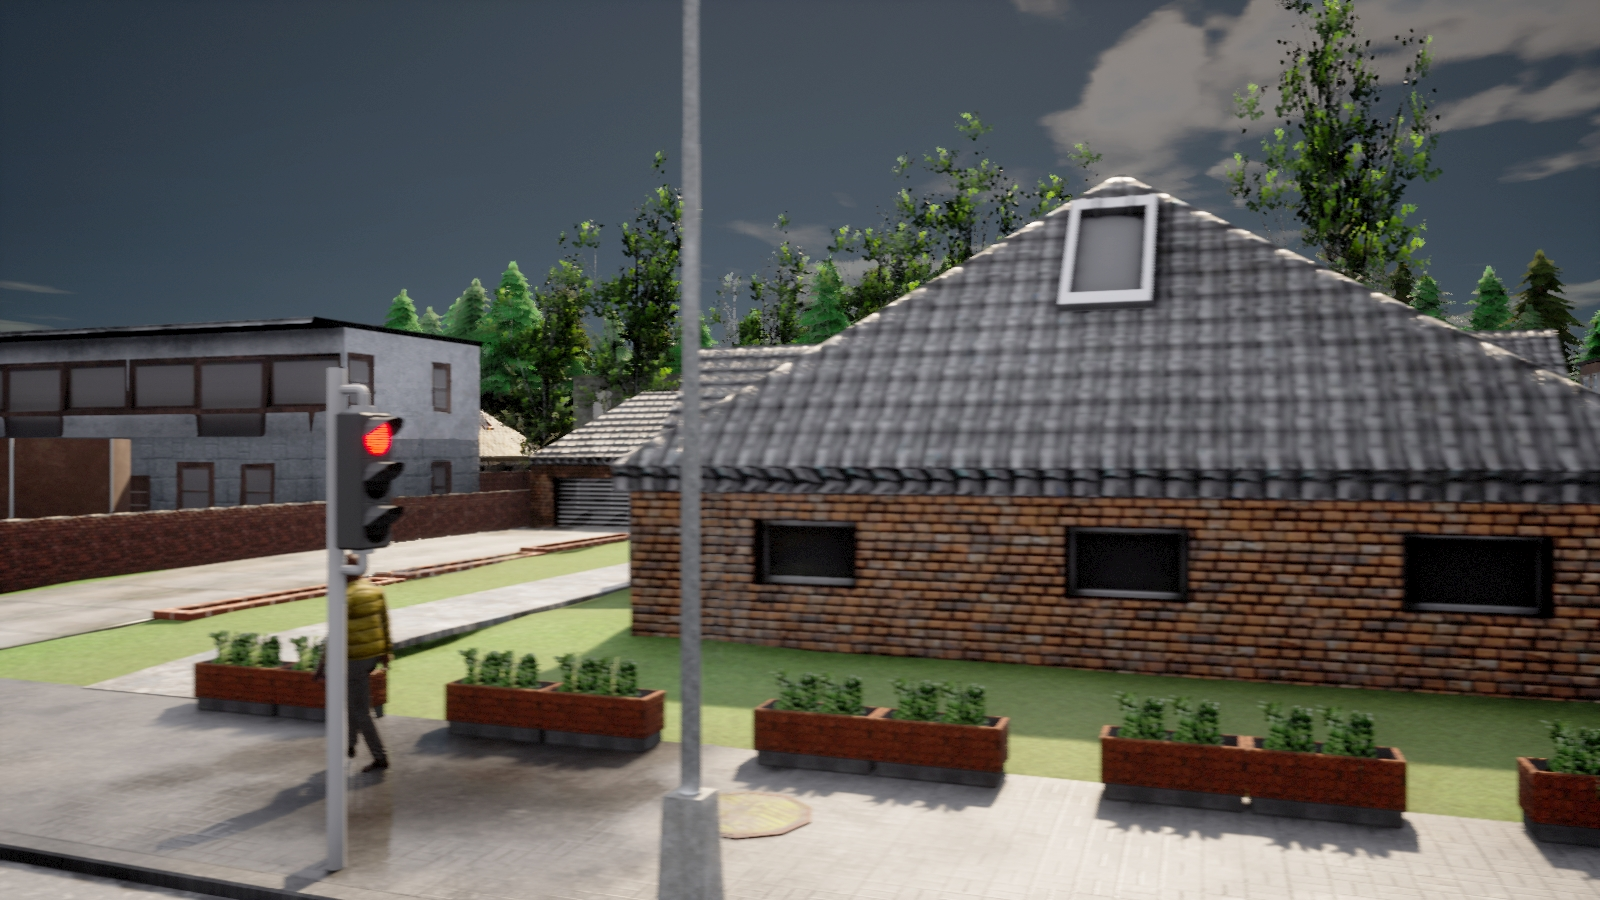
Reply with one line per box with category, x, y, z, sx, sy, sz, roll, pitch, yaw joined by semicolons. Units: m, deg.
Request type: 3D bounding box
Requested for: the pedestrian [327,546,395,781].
pedestrian;-3.642;1.744;9.484;0.375;1.860;0.375;0;0;23
